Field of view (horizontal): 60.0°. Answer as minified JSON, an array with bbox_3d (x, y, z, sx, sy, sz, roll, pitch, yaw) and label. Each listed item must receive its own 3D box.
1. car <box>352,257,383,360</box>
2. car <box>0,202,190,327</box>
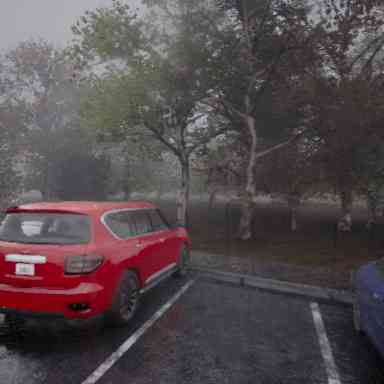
[{"bbox_3d":[3.165,1.527,3.846,2.002,1.452,4.674,1,0,15],"label":"car"},{"bbox_3d":[-1.682,1.224,7.308,2.435,2.045,5.566,0,-1,15],"label":"car"}]
